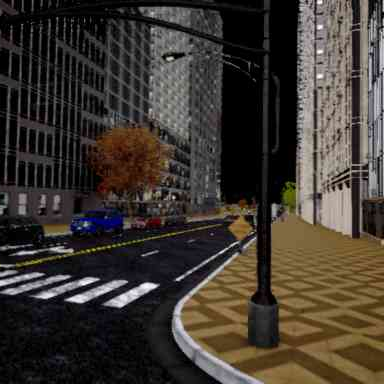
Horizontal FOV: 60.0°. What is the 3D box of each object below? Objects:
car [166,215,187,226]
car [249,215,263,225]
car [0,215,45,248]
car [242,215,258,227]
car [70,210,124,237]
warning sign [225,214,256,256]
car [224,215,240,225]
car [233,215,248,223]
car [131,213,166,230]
[{"bbox_3d":[-2.201,3.925,46.535,2.033,1.411,5.357,0,-3,16],"label":"car"},{"bbox_3d":[10.954,4.699,56.618,1.837,1.490,4.892,0,-3,16],"label":"car"},{"bbox_3d":[-10.285,2.097,18.223,2.097,1.767,4.553,1,-3,16],"label":"car"},{"bbox_3d":[8.239,4.150,47.033,1.837,1.490,4.892,0,-3,16],"label":"car"},{"bbox_3d":[-7.655,2.499,27.477,2.150,2.045,5.566,0,-3,16],"label":"car"},{"bbox_3d":[2.386,2.056,16.289,1.300,1.860,1.060,2,-2,16],"label":"warning sign"},{"bbox_3d":[6.179,4.381,51.685,2.033,1.411,5.357,1,-3,15],"label":"car"},{"bbox_3d":[9.027,4.956,61.711,2.033,1.411,5.357,0,-3,16],"label":"car"},{"bbox_3d":[-4.988,3.171,36.860,2.097,1.767,4.553,0,-3,16],"label":"car"}]
